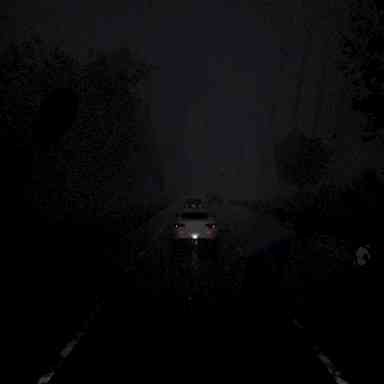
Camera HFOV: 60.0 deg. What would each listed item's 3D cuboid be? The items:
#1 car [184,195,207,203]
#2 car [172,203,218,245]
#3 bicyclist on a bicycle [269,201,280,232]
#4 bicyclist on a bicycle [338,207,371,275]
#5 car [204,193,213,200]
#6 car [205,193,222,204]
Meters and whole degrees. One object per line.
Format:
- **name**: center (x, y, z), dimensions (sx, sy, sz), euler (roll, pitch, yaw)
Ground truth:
- **car**: center (0.146, 1.320, 33.296), dimensions (2.033, 1.411, 5.357), euler (0, 0, 0)
- **car**: center (0.119, 1.423, 14.854), dimensions (1.812, 1.442, 4.674), euler (0, 0, 0)
- **bicyclist on a bicycle**: center (4.491, 1.329, 18.123), dimensions (0.582, 1.620, 1.656), euler (0, 0, 0)
- **bicyclist on a bicycle**: center (4.478, 1.307, 9.304), dimensions (0.659, 1.776, 1.843), euler (0, 1, 0)
- **car**: center (3.605, 1.003, 73.719), dimensions (1.837, 1.490, 4.892), euler (0, 0, 0)
- **car**: center (3.674, 0.989, 53.340), dimensions (2.097, 1.767, 4.553), euler (0, 0, 0)
